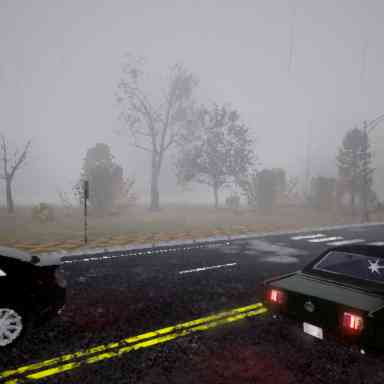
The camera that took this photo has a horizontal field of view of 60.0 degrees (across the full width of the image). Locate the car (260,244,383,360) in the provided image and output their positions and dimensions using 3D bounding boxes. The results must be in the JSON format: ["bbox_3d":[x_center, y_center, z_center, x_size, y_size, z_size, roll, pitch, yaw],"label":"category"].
[{"bbox_3d":[3.480,1.600,5.790,4.718,1.301,1.895,0,0,-35],"label":"car"}]

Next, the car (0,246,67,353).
[{"bbox_3d":[-4.317,1.507,4.566,4.892,1.490,1.837,1,0,-35],"label":"car"}]
